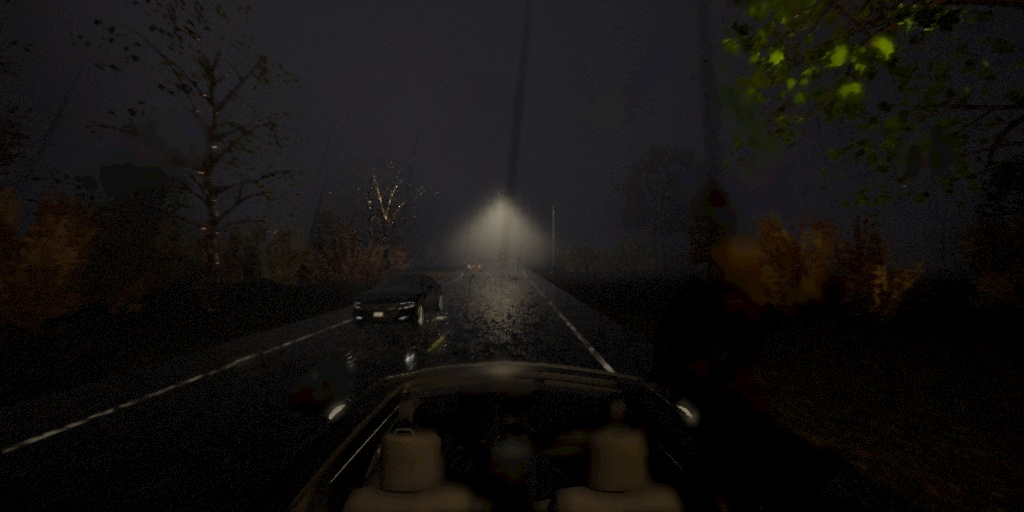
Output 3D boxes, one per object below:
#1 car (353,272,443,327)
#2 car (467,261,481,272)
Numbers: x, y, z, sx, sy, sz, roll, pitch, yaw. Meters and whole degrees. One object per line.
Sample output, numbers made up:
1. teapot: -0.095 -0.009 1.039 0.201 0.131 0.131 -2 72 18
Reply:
1. car: -3.615 1.324 12.188 1.882 1.535 5.008 0 -1 0
2. car: -5.768 1.543 54.674 2.097 1.767 4.553 0 0 -7
